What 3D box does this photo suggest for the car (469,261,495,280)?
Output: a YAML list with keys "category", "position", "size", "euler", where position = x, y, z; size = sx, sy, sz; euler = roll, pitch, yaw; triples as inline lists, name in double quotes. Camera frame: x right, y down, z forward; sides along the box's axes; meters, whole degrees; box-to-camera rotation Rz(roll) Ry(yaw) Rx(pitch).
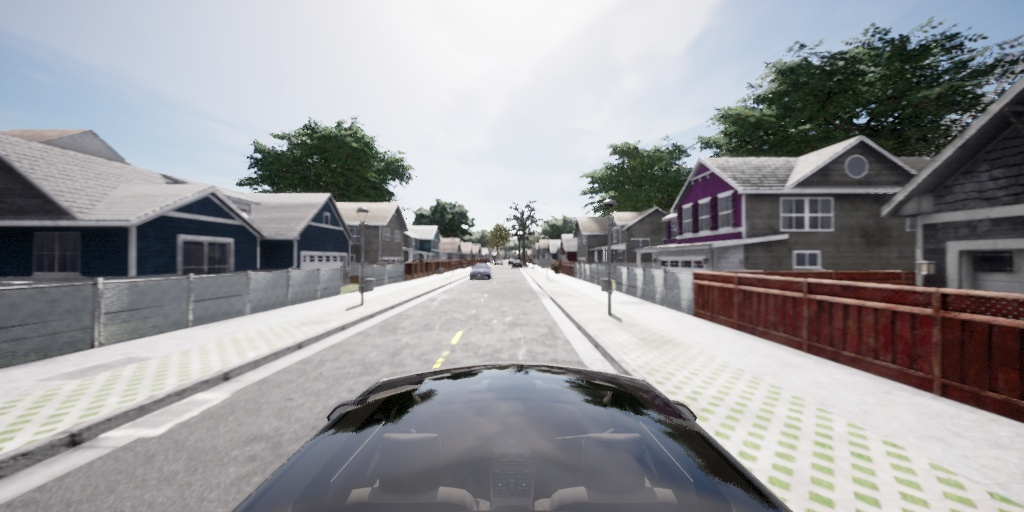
- category: "car"
  position: [-2.842, 1.431, 33.577]
  size: [1.812, 1.442, 4.674]
  euler: [0, -1, 0]
